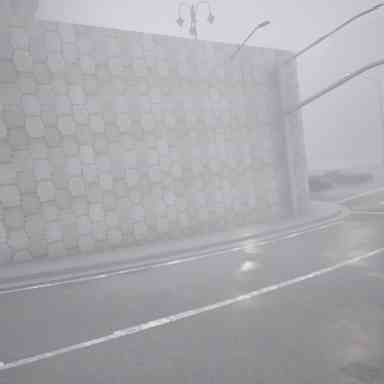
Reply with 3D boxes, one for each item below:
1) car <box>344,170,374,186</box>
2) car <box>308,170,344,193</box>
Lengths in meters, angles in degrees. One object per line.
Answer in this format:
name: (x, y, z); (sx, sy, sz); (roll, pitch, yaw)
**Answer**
car: (12.942, -1.242, 28.649); (1.895, 1.301, 4.718); (-11, 7, -35)
car: (9.460, -0.789, 27.557); (2.128, 1.511, 4.902); (-11, 7, -35)
